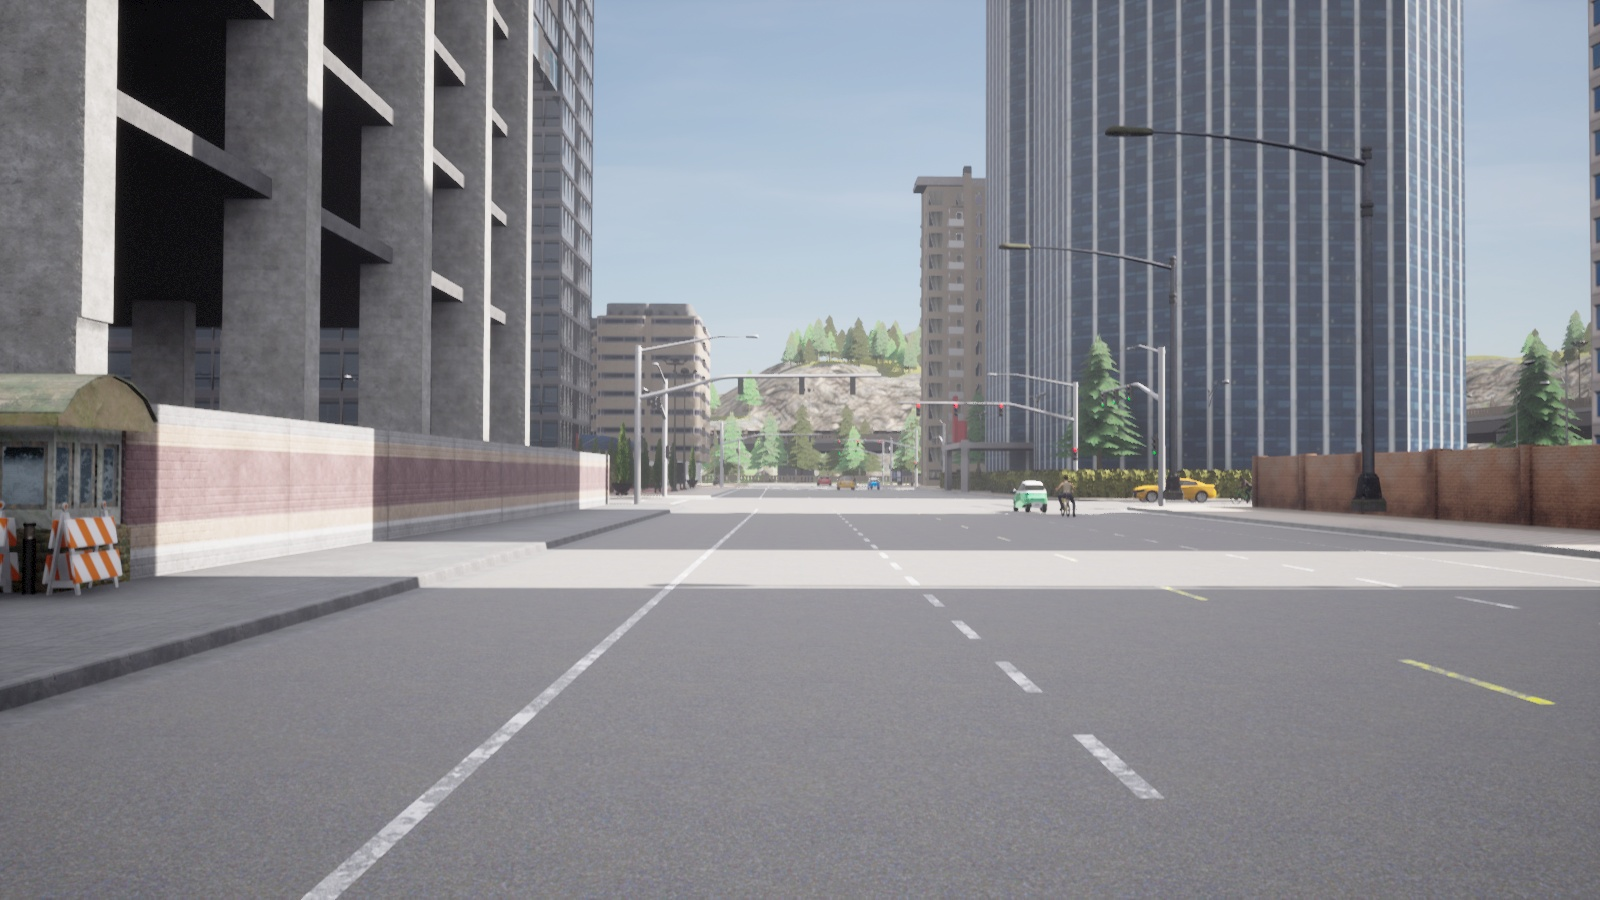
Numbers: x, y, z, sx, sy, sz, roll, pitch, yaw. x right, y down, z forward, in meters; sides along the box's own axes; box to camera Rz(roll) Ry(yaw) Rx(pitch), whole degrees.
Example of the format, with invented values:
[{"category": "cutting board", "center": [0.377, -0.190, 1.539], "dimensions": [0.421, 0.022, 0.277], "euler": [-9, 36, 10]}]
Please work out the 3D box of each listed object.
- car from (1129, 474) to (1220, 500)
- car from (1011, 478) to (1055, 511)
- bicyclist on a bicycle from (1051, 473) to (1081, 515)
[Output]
[{"category": "car", "center": [23.109, 2.276, 77.601], "dimensions": [5.008, 1.535, 1.882], "euler": [0, -1, -1]}, {"category": "car", "center": [10.302, 1.960, 55.637], "dimensions": [1.481, 1.376, 2.207], "euler": [0, -1, -1]}, {"category": "bicyclist on a bicycle", "center": [10.339, 1.704, 48.861], "dimensions": [0.866, 1.612, 1.509], "euler": [0, -1, 0]}]
